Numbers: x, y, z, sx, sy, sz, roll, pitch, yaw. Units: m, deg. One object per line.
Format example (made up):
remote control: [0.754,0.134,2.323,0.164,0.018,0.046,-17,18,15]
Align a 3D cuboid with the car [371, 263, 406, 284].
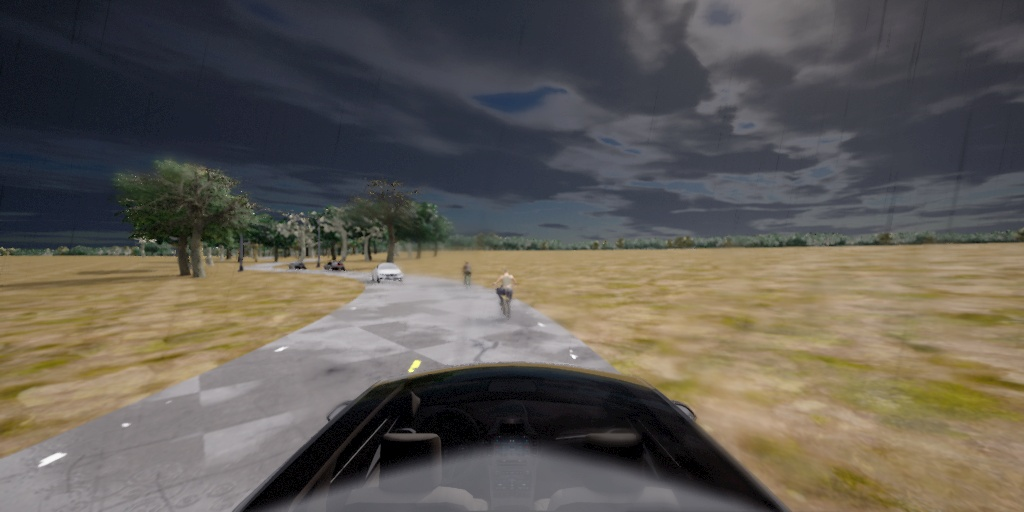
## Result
car: [-9.553,1.277,27.516,1.812,1.442,4.674,0,-1,-27]

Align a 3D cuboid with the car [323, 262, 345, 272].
car: [-26.748,1.584,53.793,4.892,1.490,1.837,-1,-1,44]

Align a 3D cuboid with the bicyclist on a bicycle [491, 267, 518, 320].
bicyclist on a bicycle: [-0.204,1.135,11.413,0.866,1.612,1.509,0,0,-10]

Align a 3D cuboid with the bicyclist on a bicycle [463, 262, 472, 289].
bicyclist on a bicycle: [-2.574,1.157,20.860,0.582,1.620,1.656,0,-1,-18]
